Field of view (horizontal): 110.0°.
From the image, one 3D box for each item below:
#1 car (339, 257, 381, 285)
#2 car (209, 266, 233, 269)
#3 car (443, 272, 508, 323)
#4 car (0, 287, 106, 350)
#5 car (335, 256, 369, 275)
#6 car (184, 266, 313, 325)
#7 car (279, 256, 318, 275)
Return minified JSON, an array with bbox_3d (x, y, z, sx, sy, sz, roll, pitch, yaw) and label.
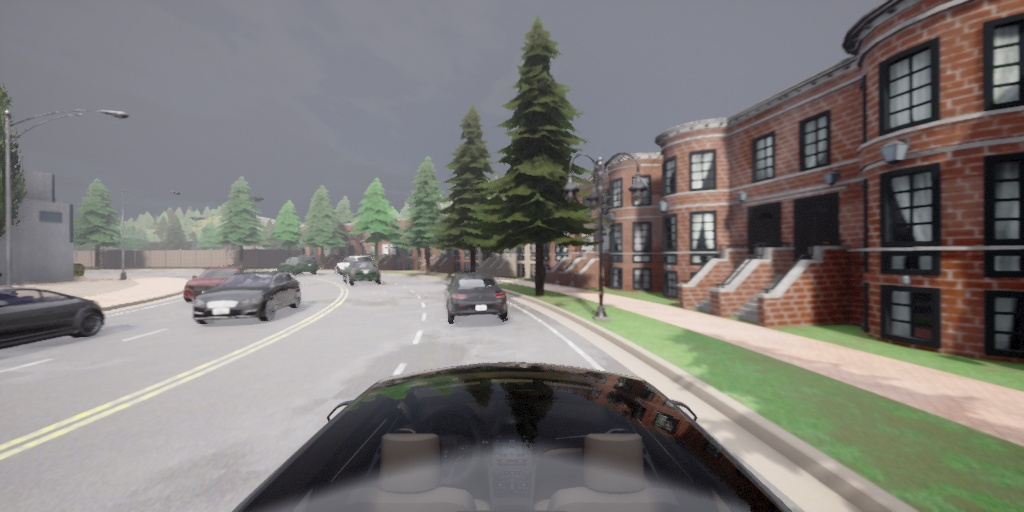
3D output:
[{"bbox_3d":[-11.310,1.145,26.811,2.097,1.767,4.553,0,0,-32],"label":"car"},{"bbox_3d":[-14.386,1.295,17.907,1.882,1.535,5.008,0,0,-25],"label":"car"},{"bbox_3d":[-1.330,1.275,12.226,1.812,1.442,4.674,0,0,-12],"label":"car"},{"bbox_3d":[-11.316,1.372,7.522,1.994,1.385,4.181,0,0,-11],"label":"car"},{"bbox_3d":[-17.194,1.039,39.139,5.566,2.045,2.150,0,0,42],"label":"car"},{"bbox_3d":[-8.783,1.283,12.358,2.128,1.511,4.902,0,0,-16],"label":"car"},{"bbox_3d":[-23.738,1.075,39.806,5.566,2.045,2.150,0,0,36],"label":"car"}]
